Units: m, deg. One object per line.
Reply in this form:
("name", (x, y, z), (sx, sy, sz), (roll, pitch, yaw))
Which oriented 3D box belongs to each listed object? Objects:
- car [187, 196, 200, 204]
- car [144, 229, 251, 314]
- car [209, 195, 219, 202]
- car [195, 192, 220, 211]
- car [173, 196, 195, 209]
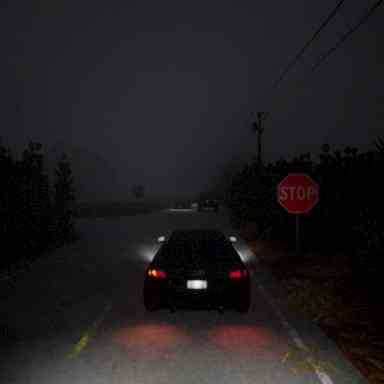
("car", (0.320, 1.351, 57.353), (1.895, 1.301, 4.718), (0, 0, 6))
("car", (0.119, 1.530, 7.659), (1.994, 1.385, 4.181), (0, 0, 1))
("car", (4.539, 1.271, 67.540), (1.994, 1.385, 4.181), (0, 0, 5))
("car", (1.895, 1.057, 37.700), (2.150, 2.045, 5.566), (0, 0, 5))
("car", (-1.138, 1.365, 41.857), (2.033, 1.411, 5.357), (0, 0, 5))
